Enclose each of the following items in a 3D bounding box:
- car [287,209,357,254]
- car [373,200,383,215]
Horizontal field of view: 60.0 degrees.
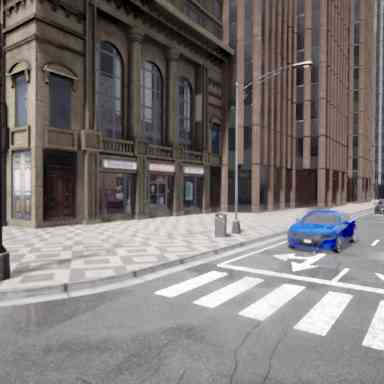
[{"bbox_3d":[5.599,1.495,14.015,1.882,1.535,5.008,1,1,35],"label":"car"},{"bbox_3d":[20.051,1.565,34.327,1.837,1.490,4.892,1,1,35],"label":"car"}]
